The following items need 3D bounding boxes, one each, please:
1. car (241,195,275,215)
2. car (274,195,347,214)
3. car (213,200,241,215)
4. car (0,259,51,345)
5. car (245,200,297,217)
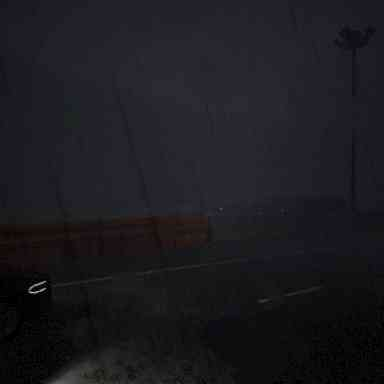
[{"bbox_3d":[7.304,1.307,28.346,5.566,2.045,2.150,0,0,-27],"label":"car"},{"bbox_3d":[9.394,1.310,25.485,5.566,2.045,2.150,0,0,-26],"label":"car"},{"bbox_3d":[4.410,1.611,34.681,4.674,1.442,1.812,0,0,-26],"label":"car"},{"bbox_3d":[-4.662,1.467,4.655,5.008,1.535,1.882,0,0,-35],"label":"car"},{"bbox_3d":[7.753,1.600,32.437,4.892,1.490,1.837,0,0,-26],"label":"car"}]
